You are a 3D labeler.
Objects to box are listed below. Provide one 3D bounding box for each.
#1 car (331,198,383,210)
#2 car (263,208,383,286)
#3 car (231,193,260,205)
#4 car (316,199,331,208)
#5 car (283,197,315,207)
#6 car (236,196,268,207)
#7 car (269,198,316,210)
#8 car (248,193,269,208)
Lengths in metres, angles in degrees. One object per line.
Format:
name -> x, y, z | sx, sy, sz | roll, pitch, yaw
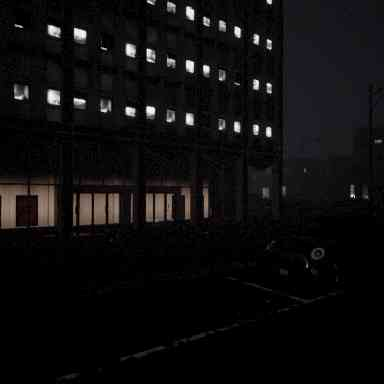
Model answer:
car -> 17.751, 1.397, 35.079 | 1.882, 1.535, 5.008 | 0, 0, -35
car -> 3.879, 1.441, 9.328 | 4.097, 1.590, 1.967 | 0, 0, -36
car -> 9.210, 1.168, 57.629 | 2.192, 1.841, 5.009 | 1, 0, -35
car -> 18.557, 1.447, 44.105 | 1.752, 1.417, 4.829 | 1, 0, -35
car -> 15.505, 1.481, 48.520 | 1.802, 1.307, 4.206 | 1, 0, -35
car -> 8.634, 1.377, 48.277 | 1.812, 1.442, 4.674 | 0, 0, -34
car -> 11.760, 1.427, 39.201 | 2.008, 1.369, 4.403 | 1, 0, -35
car -> 8.613, 1.168, 43.756 | 2.192, 1.841, 5.009 | 1, 0, -35
